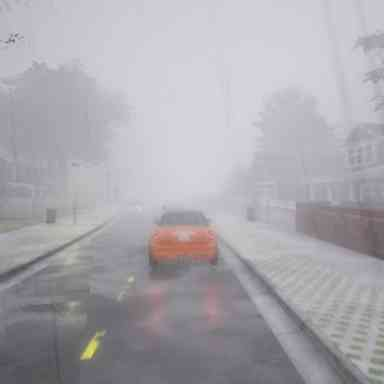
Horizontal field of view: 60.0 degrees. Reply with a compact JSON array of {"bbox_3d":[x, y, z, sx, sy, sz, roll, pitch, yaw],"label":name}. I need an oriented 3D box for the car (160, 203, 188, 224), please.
[{"bbox_3d":[-1.501,1.571,25.618,1.895,1.301,4.718,0,0,-6],"label":"car"}]

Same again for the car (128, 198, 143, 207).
[{"bbox_3d":[-8.344,1.522,49.102,1.994,1.385,4.181,0,0,-12],"label":"car"}]

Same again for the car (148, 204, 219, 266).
[{"bbox_3d":[-0.333,1.336,11.709,2.097,1.767,4.553,0,0,-3],"label":"car"}]
